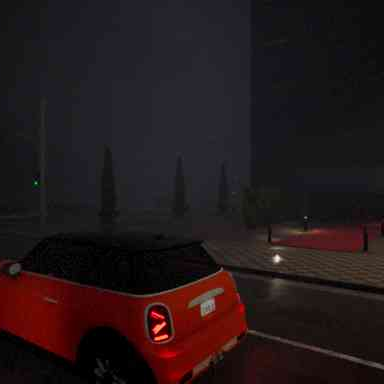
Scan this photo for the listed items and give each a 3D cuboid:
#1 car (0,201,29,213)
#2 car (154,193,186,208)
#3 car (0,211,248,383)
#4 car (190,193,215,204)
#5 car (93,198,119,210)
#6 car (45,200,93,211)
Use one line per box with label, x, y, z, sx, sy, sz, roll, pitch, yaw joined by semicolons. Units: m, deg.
car;-19.107;1.601;33.357;1.895;1.301;4.718;0;0;36
car;-3.140;1.221;49.442;2.150;2.045;5.566;0;0;36
car;-1.544;1.352;5.095;4.553;1.767;2.097;0;0;36
car;1.583;1.493;61.814;2.128;1.511;4.902;0;0;36
car;-11.832;1.491;43.410;2.128;1.511;4.902;0;0;36
car;-13.323;1.601;35.381;1.895;1.301;4.718;0;0;36
